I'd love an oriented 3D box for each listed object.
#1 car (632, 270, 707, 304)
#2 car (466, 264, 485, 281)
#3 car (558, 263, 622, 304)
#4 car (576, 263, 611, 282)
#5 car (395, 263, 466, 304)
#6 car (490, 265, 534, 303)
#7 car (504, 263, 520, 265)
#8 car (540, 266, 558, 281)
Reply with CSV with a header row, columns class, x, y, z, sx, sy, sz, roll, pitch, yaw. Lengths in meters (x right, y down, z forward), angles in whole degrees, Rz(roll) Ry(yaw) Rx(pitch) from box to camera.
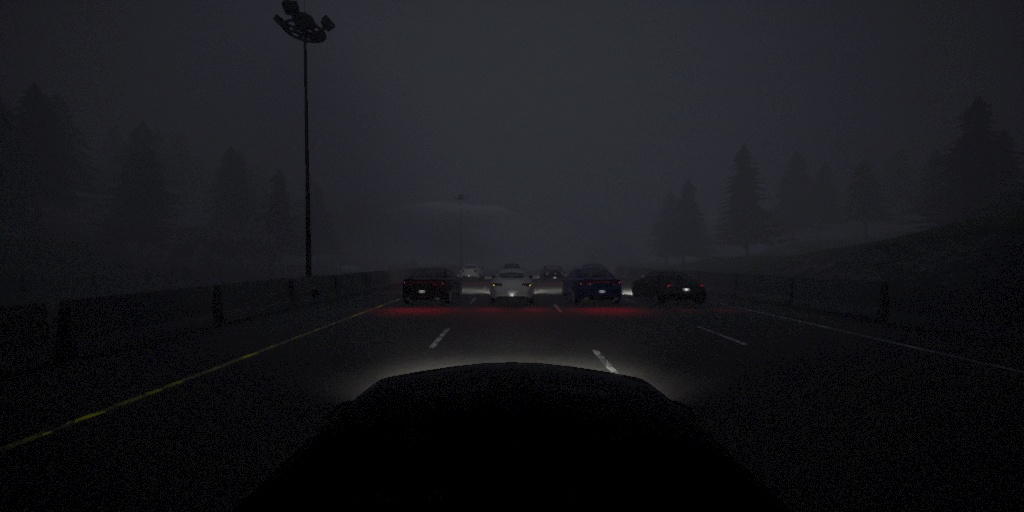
class,x,y,z,sx,sy,sz,roll,pitch,yaw
car,7.000,1.335,16.396,1.994,1.385,4.181,0,0,0
car,-3.500,1.404,31.409,1.812,1.442,4.674,0,-1,0
car,3.500,1.247,16.396,1.882,1.535,5.008,0,0,0
car,7.000,1.356,31.410,1.882,1.535,5.008,0,-1,0
car,-3.500,1.247,16.396,1.882,1.535,5.008,0,0,0
car,0.000,1.296,16.396,1.812,1.442,4.674,0,0,0
car,0.000,1.387,31.409,1.837,1.490,4.892,0,-1,0
car,3.500,1.487,31.438,1.895,1.301,4.718,0,-1,0
